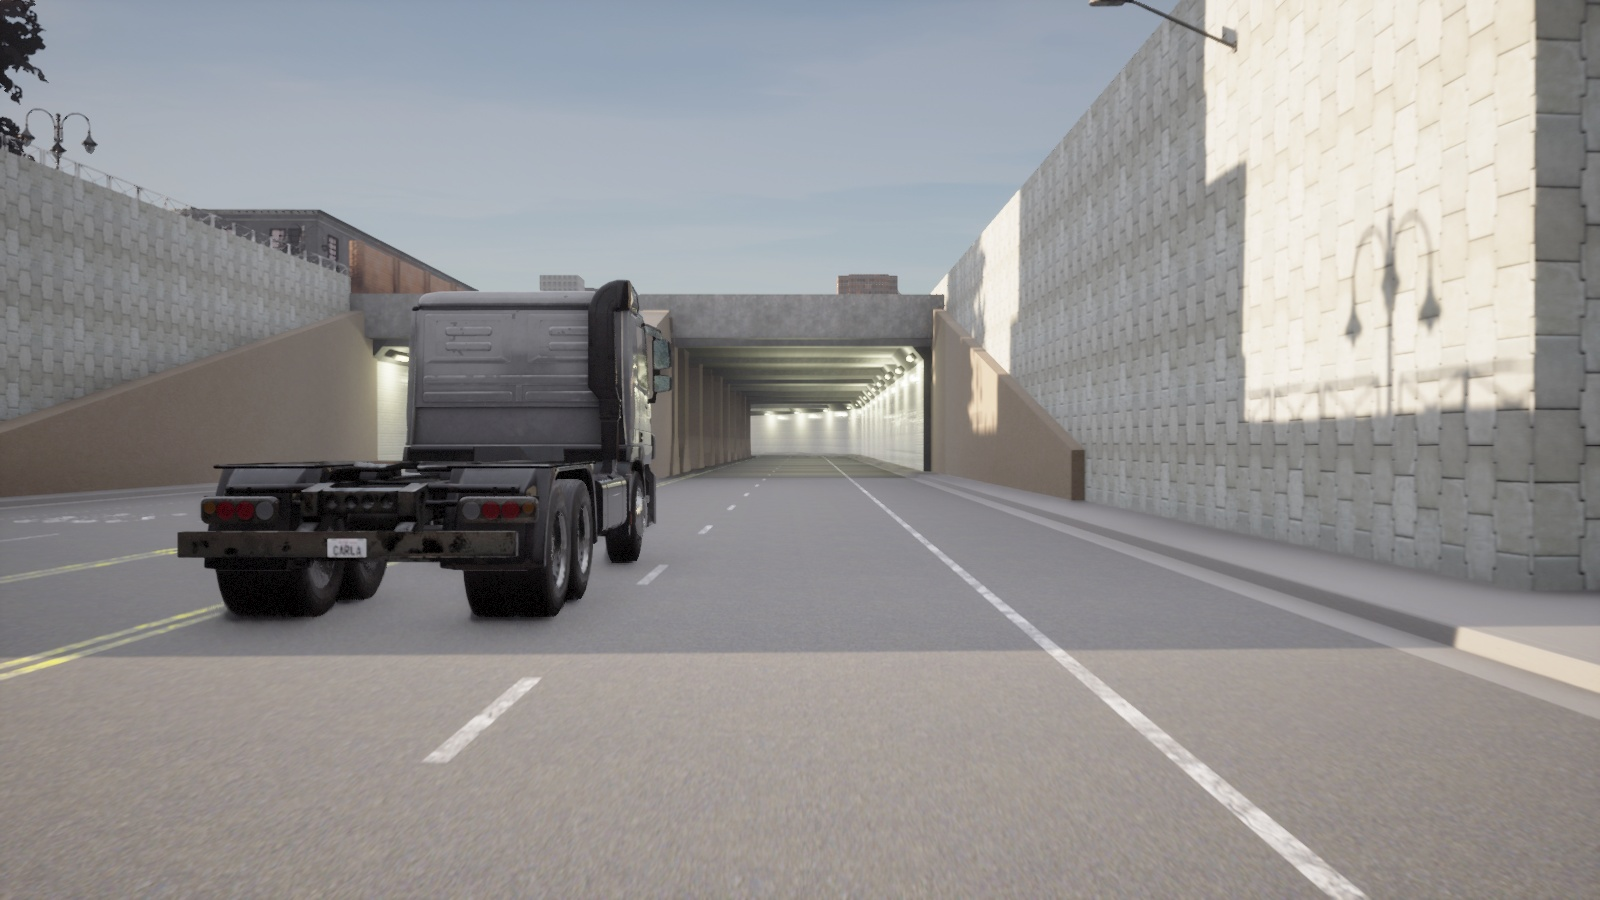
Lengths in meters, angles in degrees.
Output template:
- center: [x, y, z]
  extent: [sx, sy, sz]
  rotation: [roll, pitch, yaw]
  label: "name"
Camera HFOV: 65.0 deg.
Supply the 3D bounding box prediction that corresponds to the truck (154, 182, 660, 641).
- center: [-3.409, -0.314, 13.449]
  extent: [2.891, 3.462, 7.936]
  rotation: [0, 0, 0]
  label: "truck"
